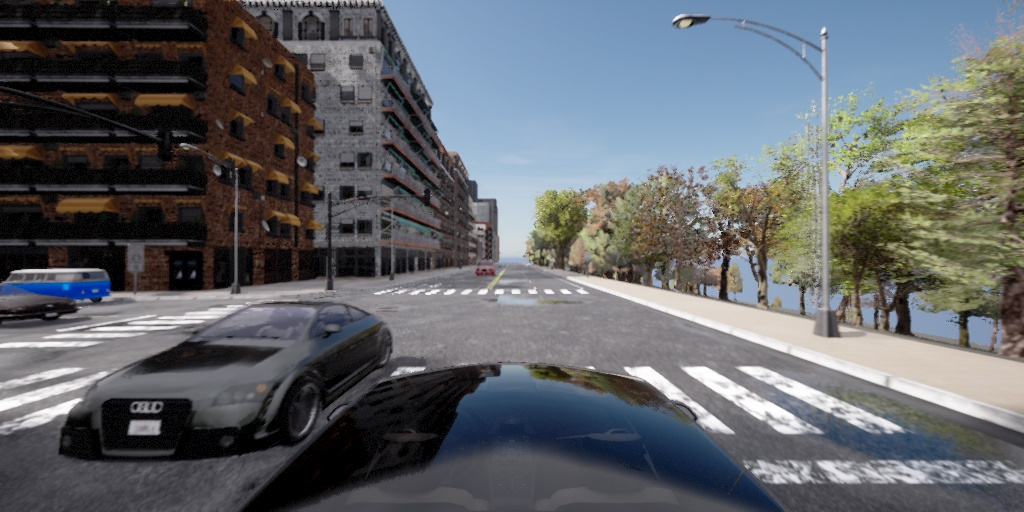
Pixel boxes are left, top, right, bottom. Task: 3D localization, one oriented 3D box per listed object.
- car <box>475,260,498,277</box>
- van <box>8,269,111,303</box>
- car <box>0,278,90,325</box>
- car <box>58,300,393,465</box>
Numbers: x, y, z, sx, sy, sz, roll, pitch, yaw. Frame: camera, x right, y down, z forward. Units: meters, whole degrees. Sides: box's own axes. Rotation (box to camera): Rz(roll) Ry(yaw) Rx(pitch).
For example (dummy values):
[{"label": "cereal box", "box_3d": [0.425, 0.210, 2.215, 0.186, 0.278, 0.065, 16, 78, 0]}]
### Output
[{"label": "car", "box_3d": [-3.221, 1.564, 44.172, 2.150, 2.045, 5.566, 0, 1, 0]}, {"label": "van", "box_3d": [-22.707, 1.543, 17.936, 3.998, 1.789, 1.690, 0, 0, -1]}, {"label": "car", "box_3d": [-18.360, 1.650, 12.207, 5.357, 1.411, 2.033, -1, 0, -1]}, {"label": "car", "box_3d": [-3.251, 1.364, 5.169, 1.994, 1.385, 4.181, 0, -1, 0]}]
